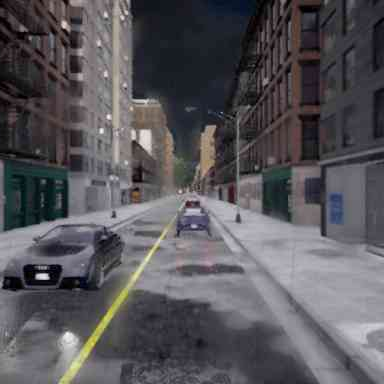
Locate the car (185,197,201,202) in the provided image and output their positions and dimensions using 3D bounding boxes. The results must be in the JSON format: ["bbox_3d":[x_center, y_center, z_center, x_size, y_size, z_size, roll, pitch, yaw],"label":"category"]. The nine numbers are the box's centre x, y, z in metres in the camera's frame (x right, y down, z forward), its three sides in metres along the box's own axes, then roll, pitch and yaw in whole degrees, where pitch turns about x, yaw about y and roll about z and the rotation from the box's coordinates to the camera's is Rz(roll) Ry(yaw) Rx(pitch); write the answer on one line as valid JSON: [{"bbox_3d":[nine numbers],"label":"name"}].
[{"bbox_3d":[0.104,1.437,42.574,1.882,1.535,5.008,0,0,0],"label":"car"}]

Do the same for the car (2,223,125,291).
[{"bbox_3d":[-3.088,1.556,8.858,1.994,1.385,4.181,0,0,0],"label":"car"}]

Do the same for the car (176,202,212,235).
[{"bbox_3d":[0.101,1.508,18.706,1.812,1.442,4.674,0,0,0],"label":"car"}]
